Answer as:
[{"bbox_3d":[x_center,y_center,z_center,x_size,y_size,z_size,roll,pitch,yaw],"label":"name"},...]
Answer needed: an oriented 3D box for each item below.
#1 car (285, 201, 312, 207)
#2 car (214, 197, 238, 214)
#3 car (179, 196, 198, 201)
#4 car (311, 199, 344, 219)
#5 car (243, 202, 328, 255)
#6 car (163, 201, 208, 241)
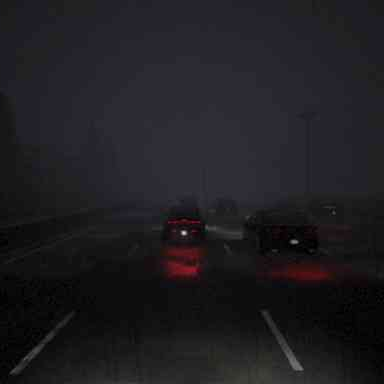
[{"bbox_3d":[6.667,1.376,23.716,1.994,1.385,4.181,0,0,0],"label":"car"},{"bbox_3d":[3.162,1.230,31.441,1.882,1.535,5.008,0,0,0],"label":"car"},{"bbox_3d":[-0.341,1.196,35.766,1.882,1.535,5.008,0,0,0],"label":"car"},{"bbox_3d":[10.166,1.283,26.238,2.128,1.511,4.902,0,0,0],"label":"car"},{"bbox_3d":[3.174,1.376,12.781,1.882,1.535,5.008,0,0,0],"label":"car"},{"bbox_3d":[-0.328,1.380,15.864,1.837,1.490,4.892,0,0,0],"label":"car"}]
